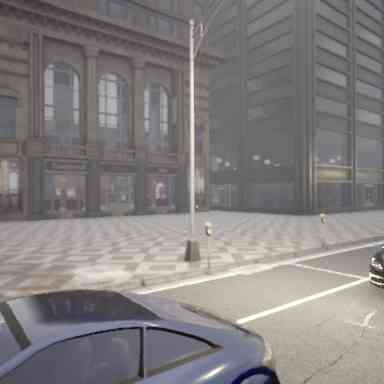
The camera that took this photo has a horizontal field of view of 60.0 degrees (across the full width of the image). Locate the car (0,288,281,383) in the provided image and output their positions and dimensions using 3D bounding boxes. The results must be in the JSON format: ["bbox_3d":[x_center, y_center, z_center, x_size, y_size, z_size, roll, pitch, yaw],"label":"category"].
[{"bbox_3d":[-1.219,1.575,2.487,4.181,1.385,1.994,0,0,-37],"label":"car"}]

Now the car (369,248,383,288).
[{"bbox_3d":[6.116,1.485,7.997,4.892,1.490,1.837,0,0,-37],"label":"car"}]
